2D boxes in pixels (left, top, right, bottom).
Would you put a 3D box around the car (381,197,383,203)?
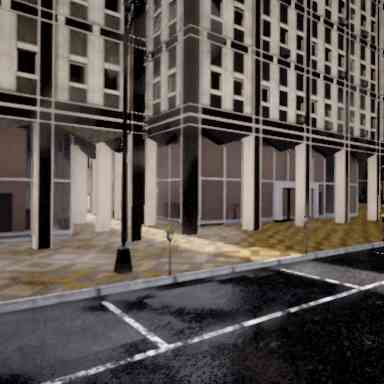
[{"bbox_3d":[42.012,1.807,69.279,1.802,1.307,4.206,2,0,-36],"label":"car"}]
